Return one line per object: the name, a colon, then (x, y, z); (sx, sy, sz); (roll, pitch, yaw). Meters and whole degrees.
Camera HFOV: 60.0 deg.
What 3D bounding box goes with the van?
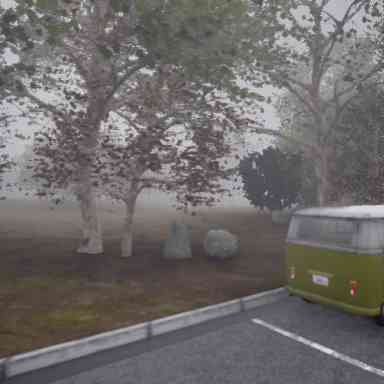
van: (4.032, 1.259, 6.928); (4.442, 1.987, 1.878); (0, 0, -33)
